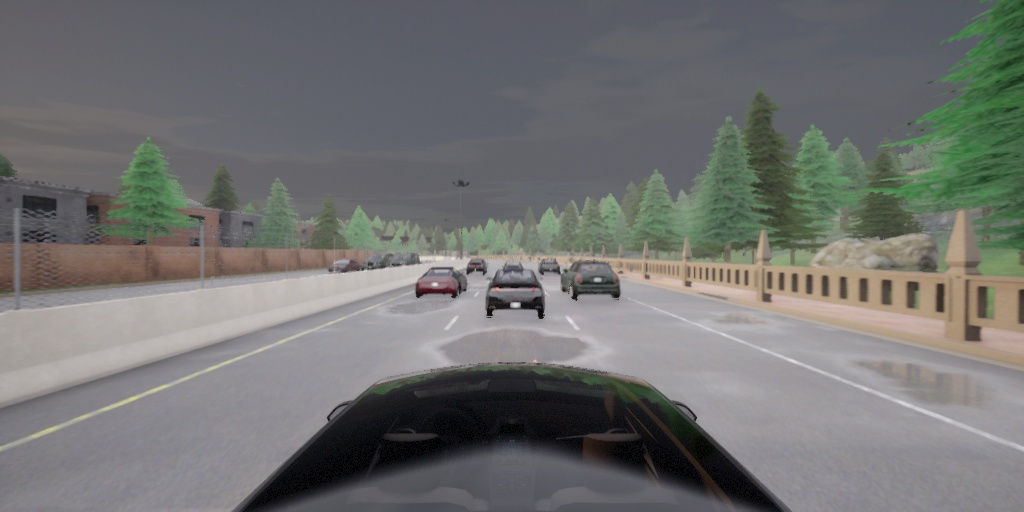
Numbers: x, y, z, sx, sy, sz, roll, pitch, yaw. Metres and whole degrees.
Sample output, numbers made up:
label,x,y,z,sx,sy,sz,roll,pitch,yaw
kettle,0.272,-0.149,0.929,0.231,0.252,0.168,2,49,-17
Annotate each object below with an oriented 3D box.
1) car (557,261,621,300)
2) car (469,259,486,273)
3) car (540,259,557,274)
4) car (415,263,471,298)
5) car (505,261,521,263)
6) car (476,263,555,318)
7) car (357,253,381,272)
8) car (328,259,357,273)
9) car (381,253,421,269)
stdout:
label,x,y,z,sx,sy,sz,roll,pitch,yaw
car,3.603,1.003,17.200,2.097,1.767,4.553,0,0,0
car,-3.394,1.037,35.633,1.837,1.490,4.892,0,0,0
car,3.606,1.024,35.559,2.128,1.511,4.902,0,0,0
car,-3.396,1.211,17.822,1.994,1.385,4.181,0,0,0
car,0.106,1.140,34.588,1.895,1.301,4.718,0,0,0
car,0.102,1.171,12.671,2.128,1.511,4.902,0,0,0
car,-14.082,0.737,38.422,2.150,2.045,5.566,0,0,0
car,-17.579,1.044,37.916,1.812,1.442,4.674,0,0,0
car,-10.586,0.755,35.241,2.150,2.045,5.566,0,1,0
